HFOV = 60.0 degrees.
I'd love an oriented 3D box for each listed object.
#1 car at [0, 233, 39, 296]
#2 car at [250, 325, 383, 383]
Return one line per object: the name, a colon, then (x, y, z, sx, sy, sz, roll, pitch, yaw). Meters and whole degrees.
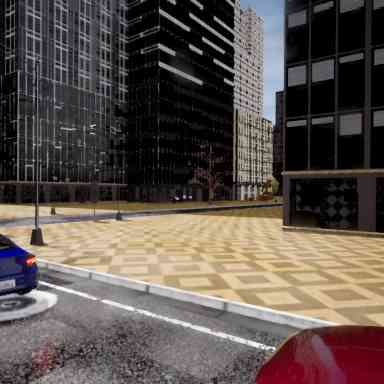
car: (-5.236, 1.522, 7.415, 4.674, 1.442, 1.812, 0, 0, 36)
car: (2.367, 1.564, 1.988, 4.181, 1.385, 1.994, 0, 0, 35)
